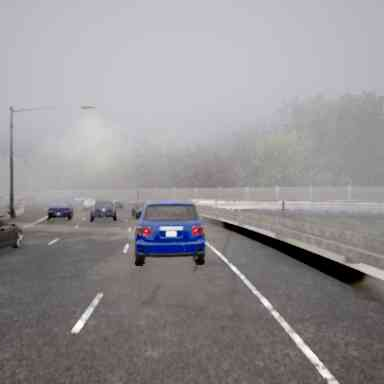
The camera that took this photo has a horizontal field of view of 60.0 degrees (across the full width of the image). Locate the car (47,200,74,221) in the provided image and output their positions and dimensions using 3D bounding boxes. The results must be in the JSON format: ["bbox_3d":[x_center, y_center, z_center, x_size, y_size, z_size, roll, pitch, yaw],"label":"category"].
[{"bbox_3d":[-11.652,1.650,29.678,1.882,1.535,5.008,0,0,-17],"label":"car"}]

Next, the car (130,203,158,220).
[{"bbox_3d":[-4.465,1.748,30.542,1.895,1.301,4.718,0,0,-16],"label":"car"}]

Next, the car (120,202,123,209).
[{"bbox_3d":[-11.464,1.777,48.694,1.812,1.442,4.674,0,0,-26],"label":"car"}]

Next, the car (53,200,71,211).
[{"bbox_3d":[-18.500,1.837,47.151,1.994,1.385,4.181,0,0,-26],"label":"car"}]

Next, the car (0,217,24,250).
[{"bbox_3d":[-7.836,1.589,12.139,1.837,1.490,4.892,0,0,-6],"label":"car"}]

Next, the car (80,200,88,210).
[{"bbox_3d":[-14.418,1.781,46.776,1.812,1.442,4.674,0,0,-25],"label":"car"}]

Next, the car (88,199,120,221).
[{"bbox_3d":[-7.686,1.505,28.885,2.097,1.767,4.553,0,0,-15],"label":"car"}]

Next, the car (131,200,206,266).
[{"bbox_3d":[-0.856,1.278,12.044,2.150,2.045,5.566,0,0,-6],"label":"car"}]
